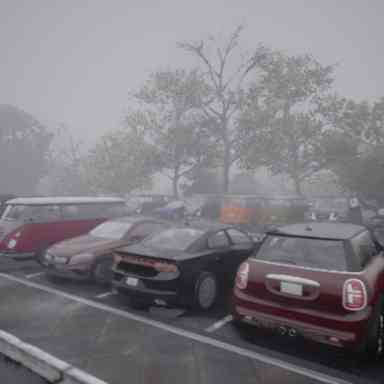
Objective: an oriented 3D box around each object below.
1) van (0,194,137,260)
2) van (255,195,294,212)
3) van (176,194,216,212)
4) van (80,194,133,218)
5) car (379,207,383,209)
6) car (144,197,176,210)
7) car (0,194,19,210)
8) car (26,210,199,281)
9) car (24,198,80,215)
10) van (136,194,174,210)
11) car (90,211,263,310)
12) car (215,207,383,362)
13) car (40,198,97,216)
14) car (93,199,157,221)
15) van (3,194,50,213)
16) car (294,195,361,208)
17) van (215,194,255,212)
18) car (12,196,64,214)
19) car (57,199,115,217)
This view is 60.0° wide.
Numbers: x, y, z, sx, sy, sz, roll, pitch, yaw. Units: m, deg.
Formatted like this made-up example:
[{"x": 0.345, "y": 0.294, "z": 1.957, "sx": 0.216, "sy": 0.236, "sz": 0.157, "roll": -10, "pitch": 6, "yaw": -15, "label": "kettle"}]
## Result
[{"x": -4.213, "y": 1.170, "z": 11.103, "sx": 1.878, "sy": 1.987, "sz": 4.442, "roll": 1, "pitch": 0, "yaw": 36, "label": "van"}, {"x": 5.807, "y": 1.195, "z": 20.303, "sx": 1.878, "sy": 1.987, "sz": 4.442, "roll": 1, "pitch": 0, "yaw": 36, "label": "van"}, {"x": 1.161, "y": 1.140, "z": 23.344, "sx": 1.878, "sy": 1.987, "sz": 4.442, "roll": 0, "pitch": 0, "yaw": 36, "label": "van"}, {"x": -7.590, "y": 1.193, "z": 29.899, "sx": 1.878, "sy": 1.987, "sz": 4.442, "roll": 0, "pitch": 0, "yaw": 36, "label": "van"}, {"x": 10.339, "y": 1.476, "z": 16.906, "sx": 2.097, "sy": 1.535, "sz": 5.008, "roll": 1, "pitch": 0, "yaw": 36, "label": "car"}, {"x": -0.899, "y": 1.367, "z": 24.968, "sx": 2.097, "sy": 1.535, "sz": 5.008, "roll": 0, "pitch": 0, "yaw": 36, "label": "car"}, {"x": -25.656, "y": 1.313, "z": 42.729, "sx": 2.435, "sy": 2.045, "sz": 5.566, "roll": -1, "pitch": -1, "yaw": 36, "label": "car"}, {"x": -1.889, "y": 1.463, "z": 9.586, "sx": 2.002, "sy": 1.452, "sz": 4.674, "roll": 1, "pitch": 0, "yaw": 36, "label": "car"}, {"x": -14.518, "y": 1.471, "z": 34.711, "sx": 2.097, "sy": 1.535, "sz": 5.008, "roll": 0, "pitch": 0, "yaw": 36, "label": "car"}, {"x": -3.223, "y": 1.158, "z": 26.483, "sx": 1.878, "sy": 1.987, "sz": 4.442, "roll": 0, "pitch": 0, "yaw": 36, "label": "van"}, {"x": 0.364, "y": 1.450, "z": 7.962, "sx": 2.097, "sy": 1.535, "sz": 5.008, "roll": 1, "pitch": 0, "yaw": 36, "label": "car"}, {"x": 2.607, "y": 1.352, "z": 6.324, "sx": 2.185, "sy": 1.767, "sz": 4.553, "roll": 1, "pitch": 0, "yaw": 36, "label": "car"}, {"x": -12.164, "y": 1.453, "z": 33.024, "sx": 2.097, "sy": 1.535, "sz": 5.008, "roll": 0, "pitch": 0, "yaw": 36, "label": "car"}, {"x": -5.512, "y": 1.399, "z": 28.039, "sx": 1.946, "sy": 1.575, "sz": 5.366, "roll": 0, "pitch": 0, "yaw": 36, "label": "car"}, {"x": -18.851, "y": 1.279, "z": 37.964, "sx": 1.878, "sy": 1.987, "sz": 4.442, "roll": 0, "pitch": 0, "yaw": 36, "label": "van"}, {"x": 7.975, "y": 1.197, "z": 18.571, "sx": 2.435, "sy": 2.045, "sz": 5.566, "roll": 1, "pitch": 0, "yaw": 36, "label": "car"}, {"x": 3.656, "y": 1.169, "z": 21.843, "sx": 1.878, "sy": 1.987, "sz": 4.442, "roll": 1, "pitch": 0, "yaw": 36, "label": "van"}, {"x": -16.685, "y": 1.362, "z": 36.230, "sx": 2.185, "sy": 1.767, "sz": 4.553, "roll": 0, "pitch": 0, "yaw": 36, "label": "car"}, {"x": -9.912, "y": 1.437, "z": 31.411, "sx": 2.231, "sy": 1.521, "sz": 4.892, "roll": 0, "pitch": 0, "yaw": 36, "label": "car"}]
